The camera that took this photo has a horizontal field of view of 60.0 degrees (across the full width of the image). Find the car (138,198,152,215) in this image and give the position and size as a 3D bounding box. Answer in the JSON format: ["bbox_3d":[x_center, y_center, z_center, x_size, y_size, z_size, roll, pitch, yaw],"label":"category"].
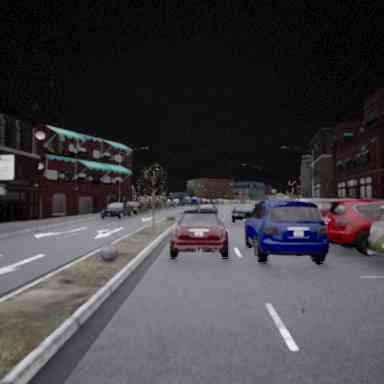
[{"bbox_3d":[-6.562,1.784,37.801,2.163,1.488,4.792,0,0,8],"label":"car"}]

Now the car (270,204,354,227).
[{"bbox_3d":[8.537,1.660,24.076,5.366,1.575,1.946,0,0,5],"label":"car"}]

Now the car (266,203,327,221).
[{"bbox_3d":[9.173,1.711,29.503,4.792,1.488,2.163,0,0,6],"label":"car"}]

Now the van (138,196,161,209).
[{"bbox_3d":[-5.810,1.542,43.210,1.878,1.987,4.442,0,0,9],"label":"van"}]

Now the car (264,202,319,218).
[{"bbox_3d":[9.511,1.717,32.211,4.792,1.488,2.163,0,0,7],"label":"car"}]

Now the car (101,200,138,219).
[{"bbox_3d":[-7.198,1.738,32.345,2.097,1.535,5.008,0,0,7],"label":"car"}]

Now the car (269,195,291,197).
[{"bbox_3d":[11.309,1.463,45.879,5.566,2.045,2.435,0,0,10],"label":"car"}]

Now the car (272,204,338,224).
[{"bbox_3d":[8.950,1.713,26.780,4.674,1.452,2.002,0,0,5],"label":"car"}]

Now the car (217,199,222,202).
[{"bbox_3d":[5.964,2.800,91.702,2.163,1.488,4.792,-1,-2,20],"label":"car"}]

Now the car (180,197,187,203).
[{"bbox_3d":[-2.840,1.958,59.692,2.002,1.452,4.674,0,-1,12],"label":"car"}]

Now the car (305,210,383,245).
[{"bbox_3d":[8.186,1.650,16.017,4.792,1.488,2.163,0,0,3],"label":"car"}]

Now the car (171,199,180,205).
[{"bbox_3d":[-3.922,1.887,54.257,2.002,1.452,4.674,0,-1,11],"label":"car"}]

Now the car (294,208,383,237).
[{"bbox_3d":[8.351,1.676,18.627,4.674,1.452,2.002,0,0,4],"label":"car"}]

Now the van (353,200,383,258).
[{"bbox_3d":[7.889,1.353,10.553,4.442,1.987,1.878,0,0,2],"label":"van"}]

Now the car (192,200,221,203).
[{"bbox_3d":[1.319,1.726,28.626,1.837,1.490,4.892,0,0,6],"label":"car"}]

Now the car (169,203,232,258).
[{"bbox_3d":[0.346,1.481,13.548,2.097,1.767,4.553,0,-1,3],"label":"car"}]

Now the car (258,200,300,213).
[{"bbox_3d":[10.483,1.725,40.475,4.792,1.488,2.163,0,0,9],"label":"car"}]

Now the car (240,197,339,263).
[{"bbox_3d":[3.293,1.345,12.575,2.150,2.045,5.566,0,0,3],"label":"car"}]

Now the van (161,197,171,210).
[{"bbox_3d":[-4.948,1.570,48.682,1.878,1.987,4.442,0,-1,10],"label":"van"}]

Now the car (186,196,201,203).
[{"bbox_3d":[-0.376,1.874,70.464,2.435,2.045,5.566,0,-2,15],"label":"car"}]

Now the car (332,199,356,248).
[{"bbox_3d":[8.131,1.350,13.292,5.566,2.045,2.435,0,0,2],"label":"car"}]

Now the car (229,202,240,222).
[{"bbox_3d":[4.282,1.811,28.141,1.895,1.301,4.718,0,0,6],"label":"car"}]
